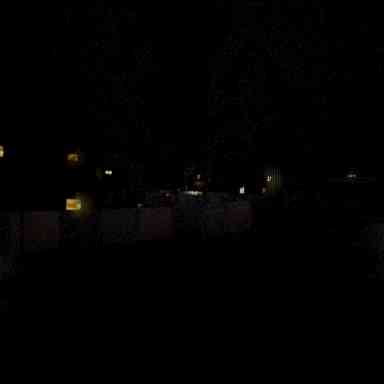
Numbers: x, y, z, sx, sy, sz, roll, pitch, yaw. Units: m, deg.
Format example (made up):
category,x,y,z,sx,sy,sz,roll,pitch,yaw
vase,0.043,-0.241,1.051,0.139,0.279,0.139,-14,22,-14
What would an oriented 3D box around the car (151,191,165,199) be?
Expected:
category,x,y,z,sx,sy,sz,roll,pitch,yaw
car,-6.437,0.632,61.664,1.812,1.442,4.674,1,1,-21
